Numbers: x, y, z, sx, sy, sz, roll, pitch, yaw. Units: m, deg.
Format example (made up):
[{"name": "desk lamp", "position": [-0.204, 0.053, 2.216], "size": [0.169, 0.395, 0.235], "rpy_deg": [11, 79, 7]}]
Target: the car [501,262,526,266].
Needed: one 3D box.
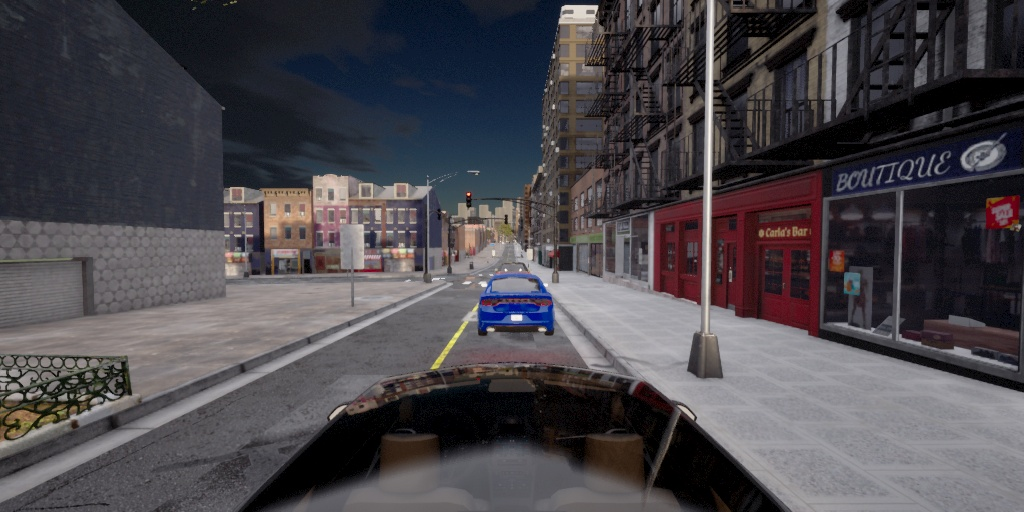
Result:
[{"name": "car", "position": [0.056, 1.109, 20.465], "size": [2.097, 1.767, 4.553], "rpy_deg": [0, 0, 0]}]

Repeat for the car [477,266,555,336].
[{"name": "car", "position": [0.089, 1.229, 10.472], "size": [1.882, 1.535, 5.008], "rpy_deg": [0, 0, 0]}]
